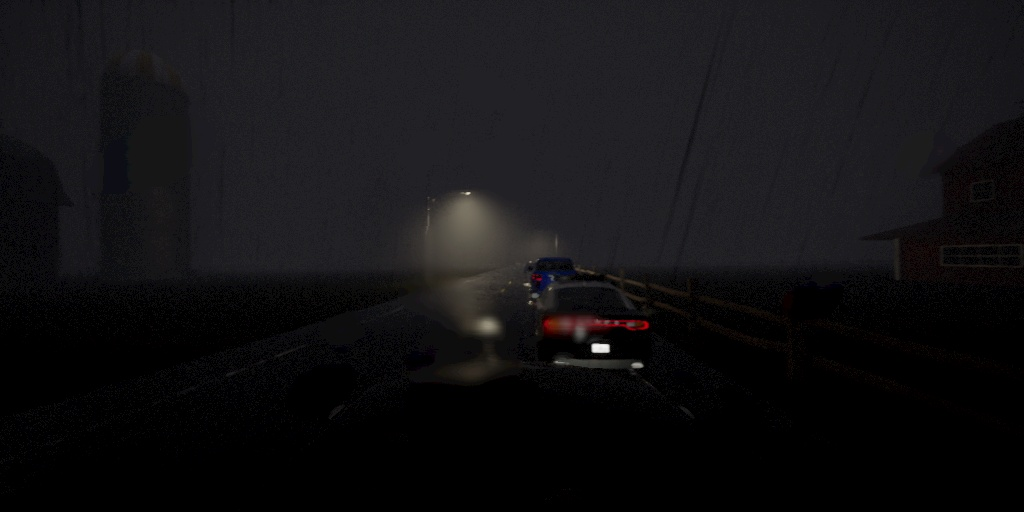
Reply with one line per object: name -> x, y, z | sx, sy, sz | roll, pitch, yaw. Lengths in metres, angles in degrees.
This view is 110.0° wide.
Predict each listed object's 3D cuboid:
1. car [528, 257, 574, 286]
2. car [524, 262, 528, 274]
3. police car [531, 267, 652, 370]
car -> 2.002, 1.087, 17.923 | 2.150, 2.045, 5.566 | 0, 0, 3
car -> 2.684, 1.616, 49.618 | 1.882, 1.535, 5.008 | 0, -1, 3
police car -> 1.477, 1.213, 8.014 | 1.930, 1.638, 5.238 | 0, 0, 3
